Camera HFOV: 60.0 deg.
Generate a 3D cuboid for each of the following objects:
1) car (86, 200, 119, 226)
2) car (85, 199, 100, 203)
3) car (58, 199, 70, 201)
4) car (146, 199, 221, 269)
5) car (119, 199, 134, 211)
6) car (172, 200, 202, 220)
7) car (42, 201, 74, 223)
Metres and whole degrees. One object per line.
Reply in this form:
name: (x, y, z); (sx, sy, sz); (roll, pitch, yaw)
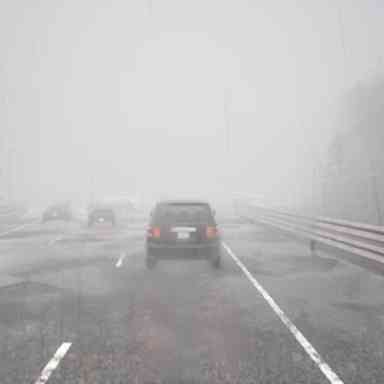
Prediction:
car: (-6.455, 1.575, 24.099); (1.837, 1.490, 4.892); (0, 0, -13)
car: (-12.400, 1.623, 42.334); (2.128, 1.511, 4.902); (0, 0, -23)
car: (-17.208, 1.648, 44.533); (1.882, 1.535, 5.008); (0, 0, -25)
car: (-0.298, 1.234, 11.380); (2.150, 2.045, 5.566); (0, 0, -2)
car: (-8.528, 1.628, 42.107); (1.812, 1.442, 4.674); (0, 0, -22)
car: (-0.328, 1.520, 29.194); (2.128, 1.511, 4.902); (-1, 0, 5)
car: (-10.757, 1.670, 26.886); (1.994, 1.385, 4.181); (0, 0, -15)
